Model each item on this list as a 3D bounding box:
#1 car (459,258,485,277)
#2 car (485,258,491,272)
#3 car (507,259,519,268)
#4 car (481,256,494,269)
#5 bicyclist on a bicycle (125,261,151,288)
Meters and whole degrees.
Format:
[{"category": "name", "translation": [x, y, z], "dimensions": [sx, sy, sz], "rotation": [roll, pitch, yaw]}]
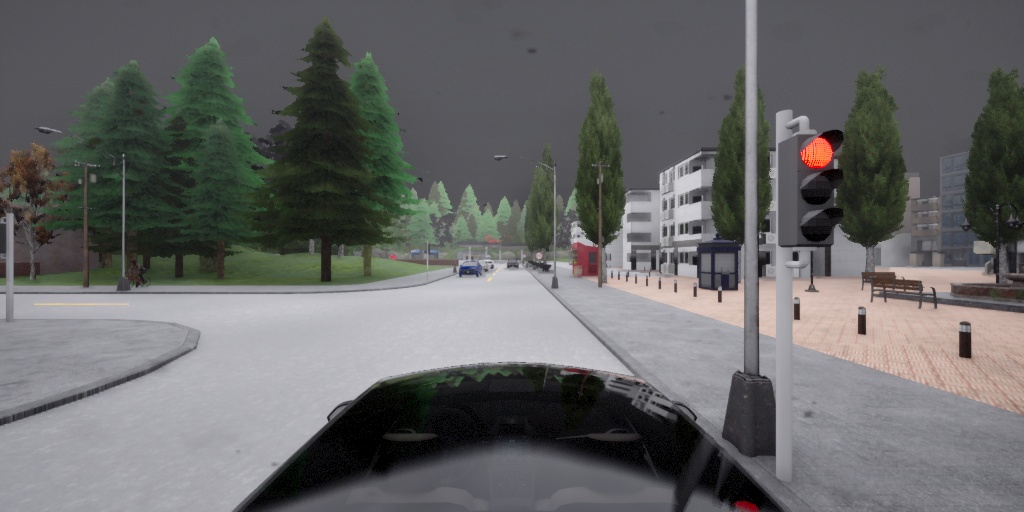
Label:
[{"category": "car", "translation": [-4.089, 1.228, 35.828], "dimensions": [1.882, 1.535, 5.008], "rotation": [0, 0, 0]}, {"category": "car", "translation": [-4.070, 1.276, 45.989], "dimensions": [1.812, 1.442, 4.674], "rotation": [0, 0, 0]}, {"category": "car", "translation": [0.141, 1.351, 59.158], "dimensions": [1.895, 1.301, 4.718], "rotation": [0, 0, 0]}, {"category": "car", "translation": [-4.025, 0.971, 56.389], "dimensions": [2.150, 2.045, 5.566], "rotation": [0, 0, 0]}, {"category": "bicyclist on a bicycle", "translation": [-22.137, 1.099, 21.137], "dimensions": [0.582, 1.620, 1.656], "rotation": [0, 0, 0]}]
